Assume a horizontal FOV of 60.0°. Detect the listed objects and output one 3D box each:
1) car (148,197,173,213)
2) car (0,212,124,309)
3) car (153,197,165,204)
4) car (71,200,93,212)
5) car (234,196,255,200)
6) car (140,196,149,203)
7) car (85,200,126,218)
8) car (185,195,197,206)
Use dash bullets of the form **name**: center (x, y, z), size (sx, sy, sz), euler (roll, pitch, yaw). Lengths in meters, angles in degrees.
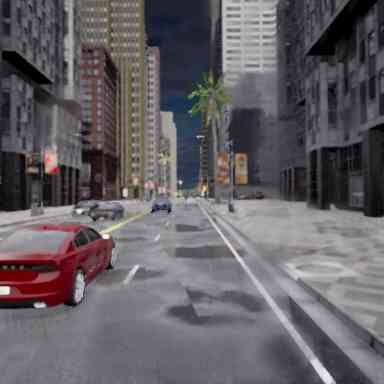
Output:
- **car**: center (-3.341, 1.384, 37.752), size (2.097, 1.767, 4.553), euler (0, 0, 0)
- **car**: center (-3.182, 1.493, 8.034), size (1.882, 1.535, 5.008), euler (0, 0, 0)
- **car**: center (-6.856, 1.696, 69.342), size (1.994, 1.385, 4.181), euler (0, 0, 0)
- **car**: center (-10.000, 1.558, 31.940), size (2.128, 1.511, 4.902), euler (0, 0, 0)
- **car**: center (14.829, 1.745, 94.122), size (4.206, 1.307, 1.802), euler (-1, -1, -1)
- **car**: center (-10.125, 1.640, 72.793), size (1.837, 1.490, 4.892), euler (0, 0, 0)
- **car**: center (-6.731, 1.587, 27.374), size (2.033, 1.411, 5.357), euler (0, 0, 0)
- **car**: center (-0.182, 1.587, 55.186), size (1.812, 1.442, 4.674), euler (0, 0, 0)
